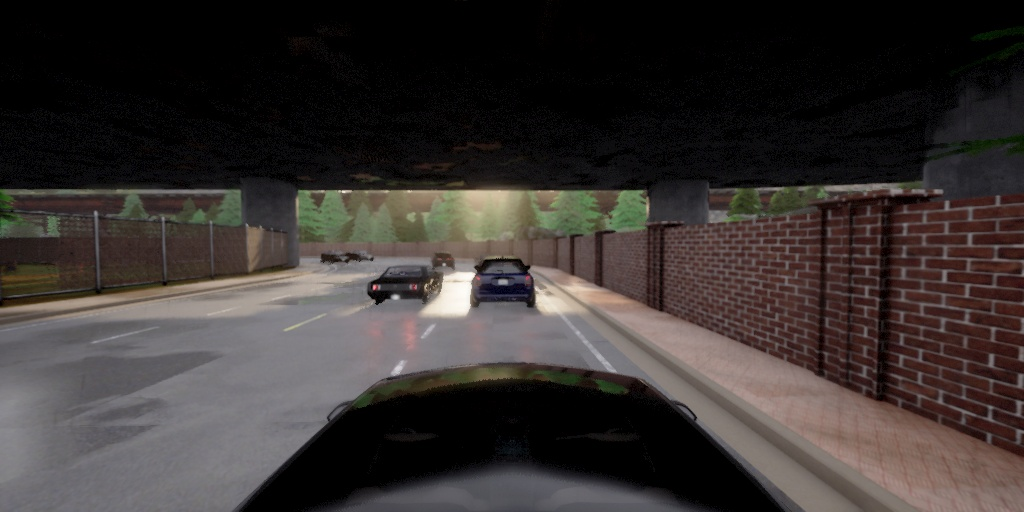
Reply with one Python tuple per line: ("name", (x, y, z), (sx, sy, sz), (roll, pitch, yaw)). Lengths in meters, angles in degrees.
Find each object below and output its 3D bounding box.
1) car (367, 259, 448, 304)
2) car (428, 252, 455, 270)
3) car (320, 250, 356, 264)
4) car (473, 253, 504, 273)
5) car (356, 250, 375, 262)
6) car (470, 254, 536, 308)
("car", (-3.875, 0.984, 13.923), (1.895, 1.301, 4.718), (0, 2, -2))
("car", (-6.029, 0.369, 30.697), (1.837, 1.490, 4.892), (0, 2, -16))
("car", (-20.172, 0.105, 40.857), (4.902, 1.511, 2.128), (1, 2, 43))
("car", (-1.983, 0.501, 28.962), (1.895, 1.301, 4.718), (-1, 2, -12))
("car", (-18.862, -0.011, 44.344), (4.902, 1.511, 2.128), (1, 2, 41))
("car", (-0.352, 0.744, 13.247), (2.097, 1.767, 4.553), (0, 2, -2))
